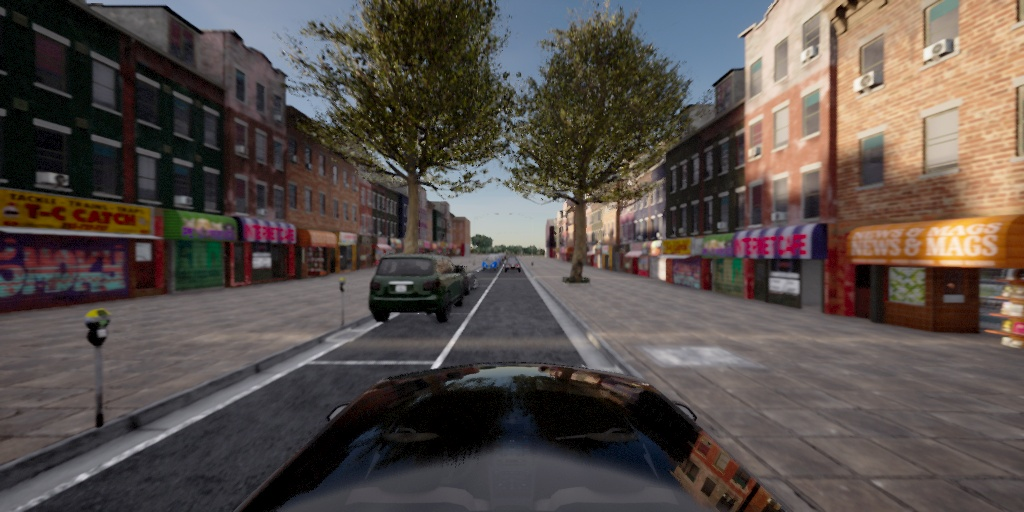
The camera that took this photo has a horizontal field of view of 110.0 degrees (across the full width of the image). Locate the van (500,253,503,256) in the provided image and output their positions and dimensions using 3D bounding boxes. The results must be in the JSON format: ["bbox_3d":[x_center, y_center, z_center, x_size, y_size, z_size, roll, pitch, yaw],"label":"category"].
[{"bbox_3d":[-2.642,0.632,53.785,1.690,1.789,3.998,0,0,0],"label":"van"}]

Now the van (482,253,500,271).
[{"bbox_3d":[-2.641,0.815,42.691,1.690,1.789,3.998,0,0,0],"label":"van"}]

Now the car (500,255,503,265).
[{"bbox_3d":[-2.641,0.939,48.239,2.007,1.370,4.403,0,0,0],"label":"car"}]

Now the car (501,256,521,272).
[{"bbox_3d":[0.086,1.042,41.105,2.033,1.411,5.357,0,1,0],"label":"car"}]

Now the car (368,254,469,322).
[{"bbox_3d":[-2.983,0.954,12.318,2.150,2.045,5.566,0,0,0],"label":"car"}]

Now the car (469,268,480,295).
[{"bbox_3d":[-3.022,1.197,19.290,1.837,1.490,4.892,0,0,0],"label":"car"}]

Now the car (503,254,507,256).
[{"bbox_3d":[0.032,0.861,53.485,1.994,1.385,4.181,0,1,1],"label":"car"}]
